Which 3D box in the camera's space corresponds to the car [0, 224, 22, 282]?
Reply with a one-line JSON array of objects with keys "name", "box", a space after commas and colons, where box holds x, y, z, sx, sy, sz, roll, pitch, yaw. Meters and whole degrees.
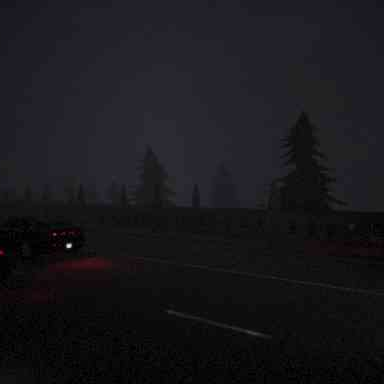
[{"name": "car", "box": [-6.594, 1.625, 8.701, 4.181, 1.385, 1.994, 0, 0, 36]}]

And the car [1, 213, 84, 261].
[{"name": "car", "box": [-6.134, 1.578, 12.681, 4.892, 1.490, 1.837, 0, 0, 36]}]
